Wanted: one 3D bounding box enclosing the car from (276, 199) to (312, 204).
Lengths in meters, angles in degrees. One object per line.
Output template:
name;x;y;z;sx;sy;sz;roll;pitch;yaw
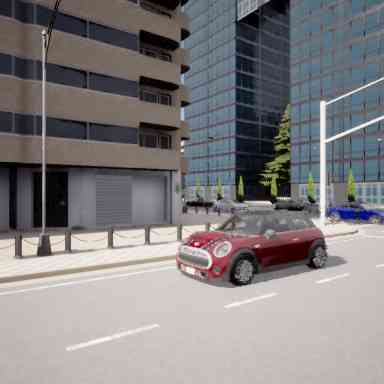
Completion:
car;10.312;1.436;32.257;2.128;1.511;4.902;0;0;-36

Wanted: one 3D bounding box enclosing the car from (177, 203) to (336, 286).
car;1.794;1.352;9.538;4.553;1.767;2.097;0;0;-35

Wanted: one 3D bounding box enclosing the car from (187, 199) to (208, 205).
car;1.374;1.545;44.838;1.895;1.301;4.718;0;0;-35

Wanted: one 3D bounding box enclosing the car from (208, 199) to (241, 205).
car;4.066;1.471;34.951;1.812;1.442;4.674;0;0;-35

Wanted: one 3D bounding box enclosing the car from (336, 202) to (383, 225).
car;12.048;1.479;23.963;1.812;1.442;4.674;0;0;-36
